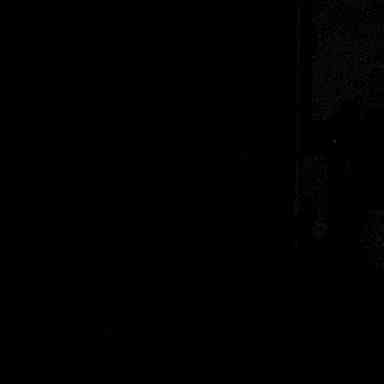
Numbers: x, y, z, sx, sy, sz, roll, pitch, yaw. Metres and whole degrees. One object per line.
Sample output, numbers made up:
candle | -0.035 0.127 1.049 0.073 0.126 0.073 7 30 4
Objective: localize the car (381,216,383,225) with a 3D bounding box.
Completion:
car | 12.228 1.489 16.496 1.895 1.301 4.718 1 -1 -36
